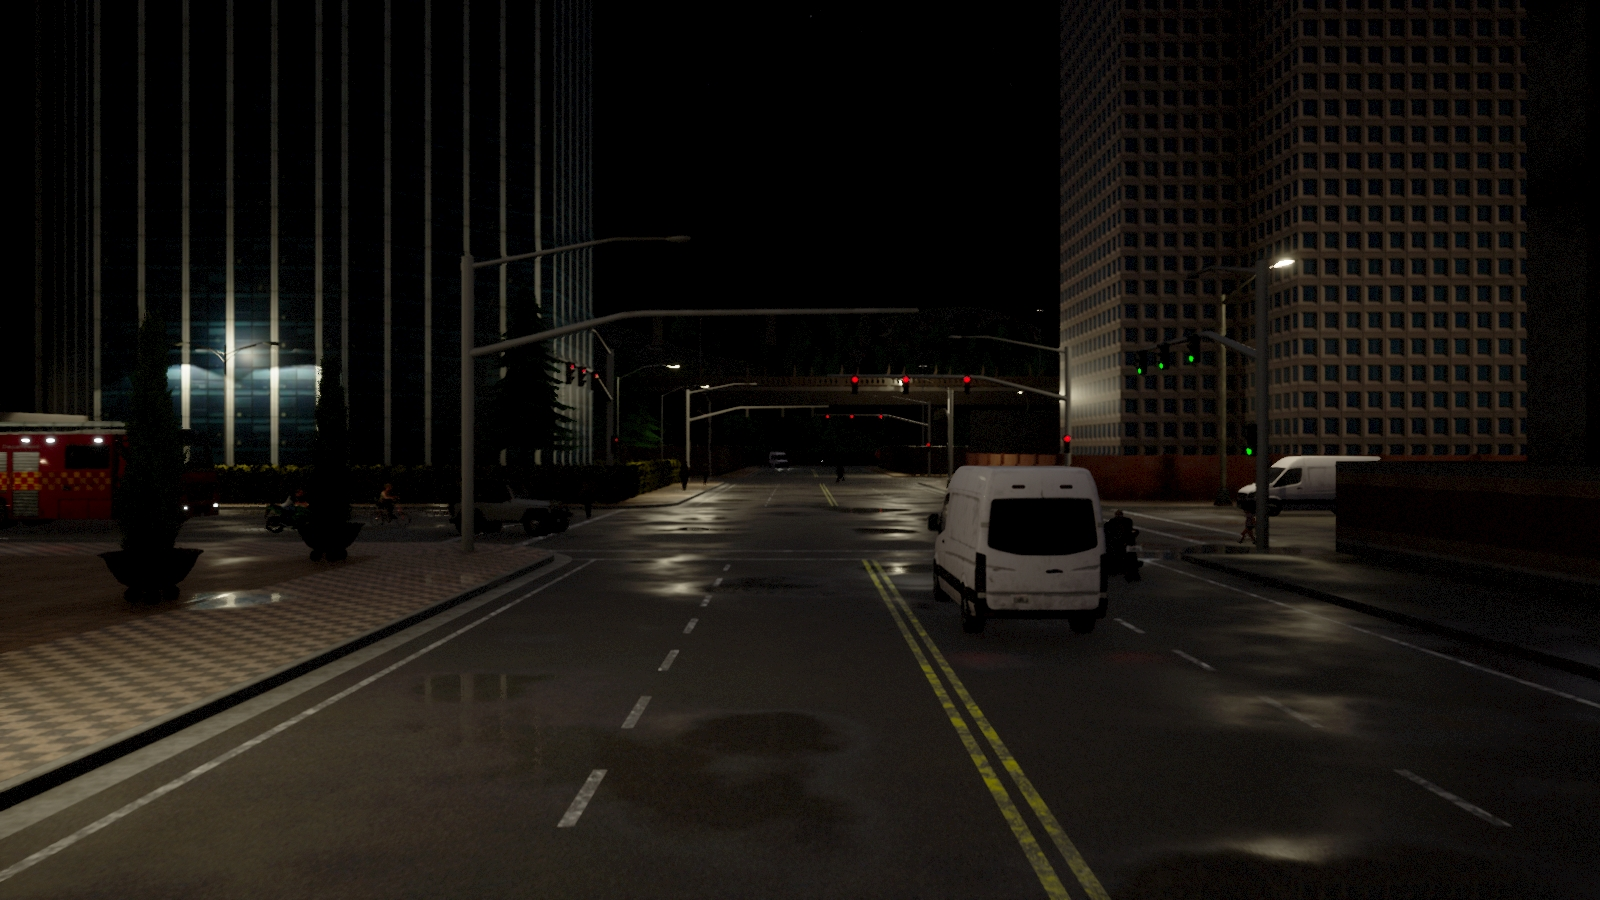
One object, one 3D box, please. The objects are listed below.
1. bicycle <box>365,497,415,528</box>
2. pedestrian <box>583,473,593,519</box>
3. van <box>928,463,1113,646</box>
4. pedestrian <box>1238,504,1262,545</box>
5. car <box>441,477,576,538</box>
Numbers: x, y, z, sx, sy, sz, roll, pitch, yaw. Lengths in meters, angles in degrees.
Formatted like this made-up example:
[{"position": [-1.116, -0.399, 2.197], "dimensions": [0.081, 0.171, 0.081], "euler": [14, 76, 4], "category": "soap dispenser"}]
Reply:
[{"position": [-14.914, 2.263, 41.577], "dimensions": [1.487, 1.080, 0.859], "euler": [1, 0, -1], "category": "bicycle"}, {"position": [-8.538, 1.855, 46.051], "dimensions": [0.375, 1.860, 0.375], "euler": [0, 0, -7], "category": "pedestrian"}, {"position": [3.501, 1.537, 19.389], "dimensions": [1.988, 2.561, 5.915], "euler": [0, 0, 0], "category": "van"}, {"position": [12.555, 2.082, 31.899], "dimensions": [0.500, 1.100, 0.500], "euler": [0, 0, 6], "category": "pedestrian"}, {"position": [-9.583, 1.863, 37.671], "dimensions": [3.866, 1.878, 1.905], "euler": [0, 0, 9], "category": "car"}]
